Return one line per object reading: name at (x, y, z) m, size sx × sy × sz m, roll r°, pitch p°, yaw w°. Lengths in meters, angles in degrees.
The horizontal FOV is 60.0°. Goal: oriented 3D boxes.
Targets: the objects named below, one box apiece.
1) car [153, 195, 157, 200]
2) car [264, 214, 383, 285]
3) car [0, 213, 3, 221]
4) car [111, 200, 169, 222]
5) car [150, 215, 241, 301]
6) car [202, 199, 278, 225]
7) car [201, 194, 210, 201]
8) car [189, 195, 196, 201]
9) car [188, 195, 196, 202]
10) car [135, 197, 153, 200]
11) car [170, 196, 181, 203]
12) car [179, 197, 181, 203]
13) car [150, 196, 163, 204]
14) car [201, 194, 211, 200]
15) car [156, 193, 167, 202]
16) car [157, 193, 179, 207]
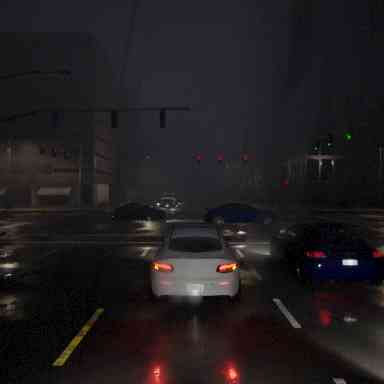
car at (-7.053, 1.547, 55.869) m, size 2.033 × 1.411 × 5.357 m, roll 0°, pitch 0°, yaw 0°
car at (3.584, 1.564, 9.538) m, size 1.994 × 1.385 × 4.181 m, roll 0°, pitch 0°, yaw 0°
car at (-15.140, 1.470, 22.178) m, size 4.674 × 1.442 × 1.812 m, roll 0°, pitch 0°, yaw 5°
car at (-4.112, 1.541, 25.659) m, size 4.181 × 1.385 × 1.994 m, roll 0°, pitch 0°, yaw 0°
car at (0.075, 1.526, 8.171) m, size 1.812 × 1.442 × 4.674 m, roll 0°, pitch 0°, yaw 0°
car at (3.211, 1.435, 22.106) m, size 5.008 × 1.535 × 1.882 m, roll 0°, pitch 0°, yaw 0°
car at (3.552, 1.316, 86.961) m, size 2.097 × 1.767 × 4.553 m, roll 0°, pitch 0°, yaw 0°
car at (0.052, 1.493, 87.208) m, size 1.812 × 1.442 × 4.674 m, roll 0°, pitch 0°, yaw 0°
car at (0.047, 1.518, 77.881) m, size 2.128 × 1.511 × 4.902 m, roll 0°, pitch 0°, yaw 0°
car at (-7.095, 1.478, 46.105) m, size 1.882 × 1.535 × 5.008 m, roll 0°, pitch 0°, yaw 1°
car at (-3.458, 1.553, 70.428) m, size 1.994 × 1.385 × 4.181 m, roll 0°, pitch 0°, yaw 0°
car at (-3.534, 1.478, 60.591) m, size 1.882 × 1.535 × 5.008 m, roll 0°, pitch 0°, yaw 0°
car at (-6.995, 1.564, 65.825) m, size 1.994 × 1.385 × 4.181 m, roll 0°, pitch 0°, yaw 1°
car at (3.547, 1.546, 78.436) m, size 1.994 × 1.385 × 4.181 m, roll 0°, pitch 0°, yaw 0°
car at (-6.954, 1.225, 76.516) m, size 2.150 × 2.045 × 5.566 m, roll 0°, pitch 0°, yaw 0°
car at (-3.557, 1.222, 50.588) m, size 2.150 × 2.045 × 5.566 m, roll 0°, pitch 0°, yaw 0°
